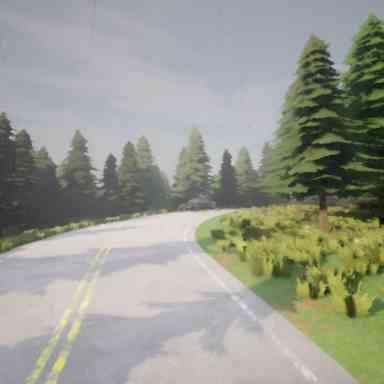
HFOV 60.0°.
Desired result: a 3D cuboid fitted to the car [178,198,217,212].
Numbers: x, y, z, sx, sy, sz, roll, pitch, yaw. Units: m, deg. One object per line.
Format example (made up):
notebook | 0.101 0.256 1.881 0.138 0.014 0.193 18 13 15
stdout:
car | 0.689 1.352 35.579 2.033 1.411 5.357 -4 -2 34
